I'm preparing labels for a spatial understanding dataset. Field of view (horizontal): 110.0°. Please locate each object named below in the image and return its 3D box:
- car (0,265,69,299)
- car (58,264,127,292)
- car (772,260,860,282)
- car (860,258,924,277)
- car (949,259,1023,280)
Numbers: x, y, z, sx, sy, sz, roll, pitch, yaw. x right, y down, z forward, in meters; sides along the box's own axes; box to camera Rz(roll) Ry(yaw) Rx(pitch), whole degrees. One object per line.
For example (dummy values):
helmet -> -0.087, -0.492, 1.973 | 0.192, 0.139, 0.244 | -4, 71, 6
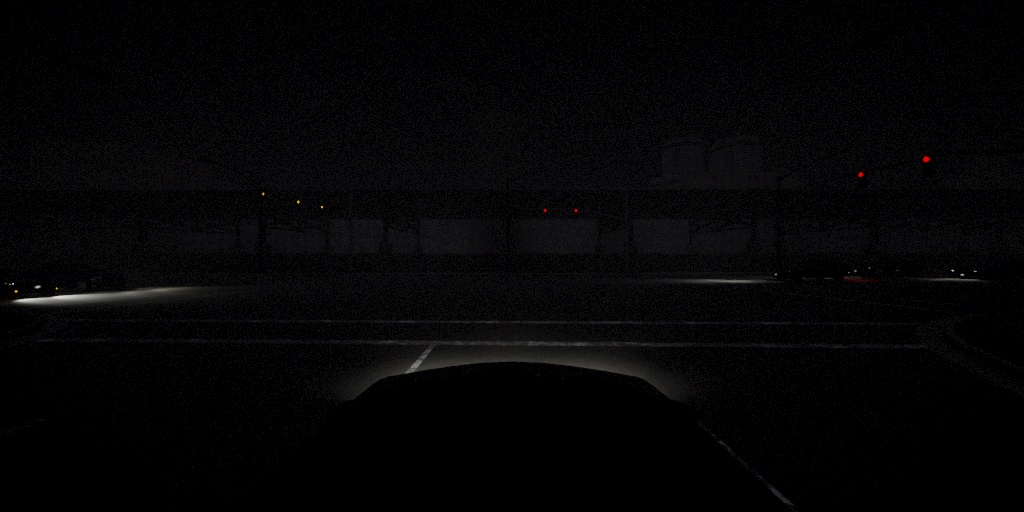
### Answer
car -> -24.557, 1.296, 17.113 | 4.181, 1.385, 1.994 | 0, 0, 2
car -> -25.197, 1.204, 20.633 | 5.008, 1.535, 1.882 | 0, 0, 2
car -> 22.060, 1.069, 26.566 | 4.902, 1.511, 2.128 | -1, 0, 1
car -> 31.110, 0.957, 29.832 | 4.902, 1.511, 2.128 | -1, 0, 2
car -> 35.661, 0.953, 26.211 | 5.357, 1.411, 2.033 | -1, 0, 2
